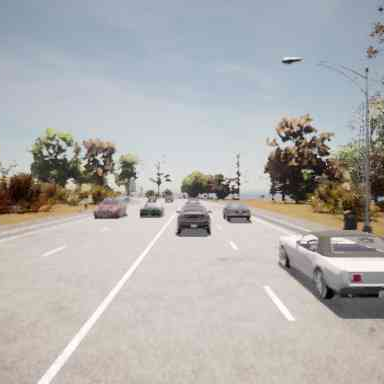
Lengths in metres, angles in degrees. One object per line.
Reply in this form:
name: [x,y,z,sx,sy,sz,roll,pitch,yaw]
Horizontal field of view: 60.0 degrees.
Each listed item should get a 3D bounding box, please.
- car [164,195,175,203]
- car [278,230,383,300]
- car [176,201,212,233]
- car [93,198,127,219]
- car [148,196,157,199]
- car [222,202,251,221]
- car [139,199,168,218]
car: [-4.794,1.492,70.747,1.837,1.490,4.892,0,0,-5]
car: [3.603,1.602,8.349,1.895,1.301,4.718,0,0,0]
car: [0.105,1.508,19.641,1.837,1.490,4.892,0,0,0]
car: [-7.087,1.357,29.205,2.097,1.767,4.553,0,0,0]
car: [-8.213,1.522,69.833,2.128,1.511,4.902,0,0,-5]
car: [3.610,1.552,27.351,2.033,1.411,5.357,0,0,0]
car: [-3.590,1.606,30.324,1.895,1.301,4.718,0,0,0]
